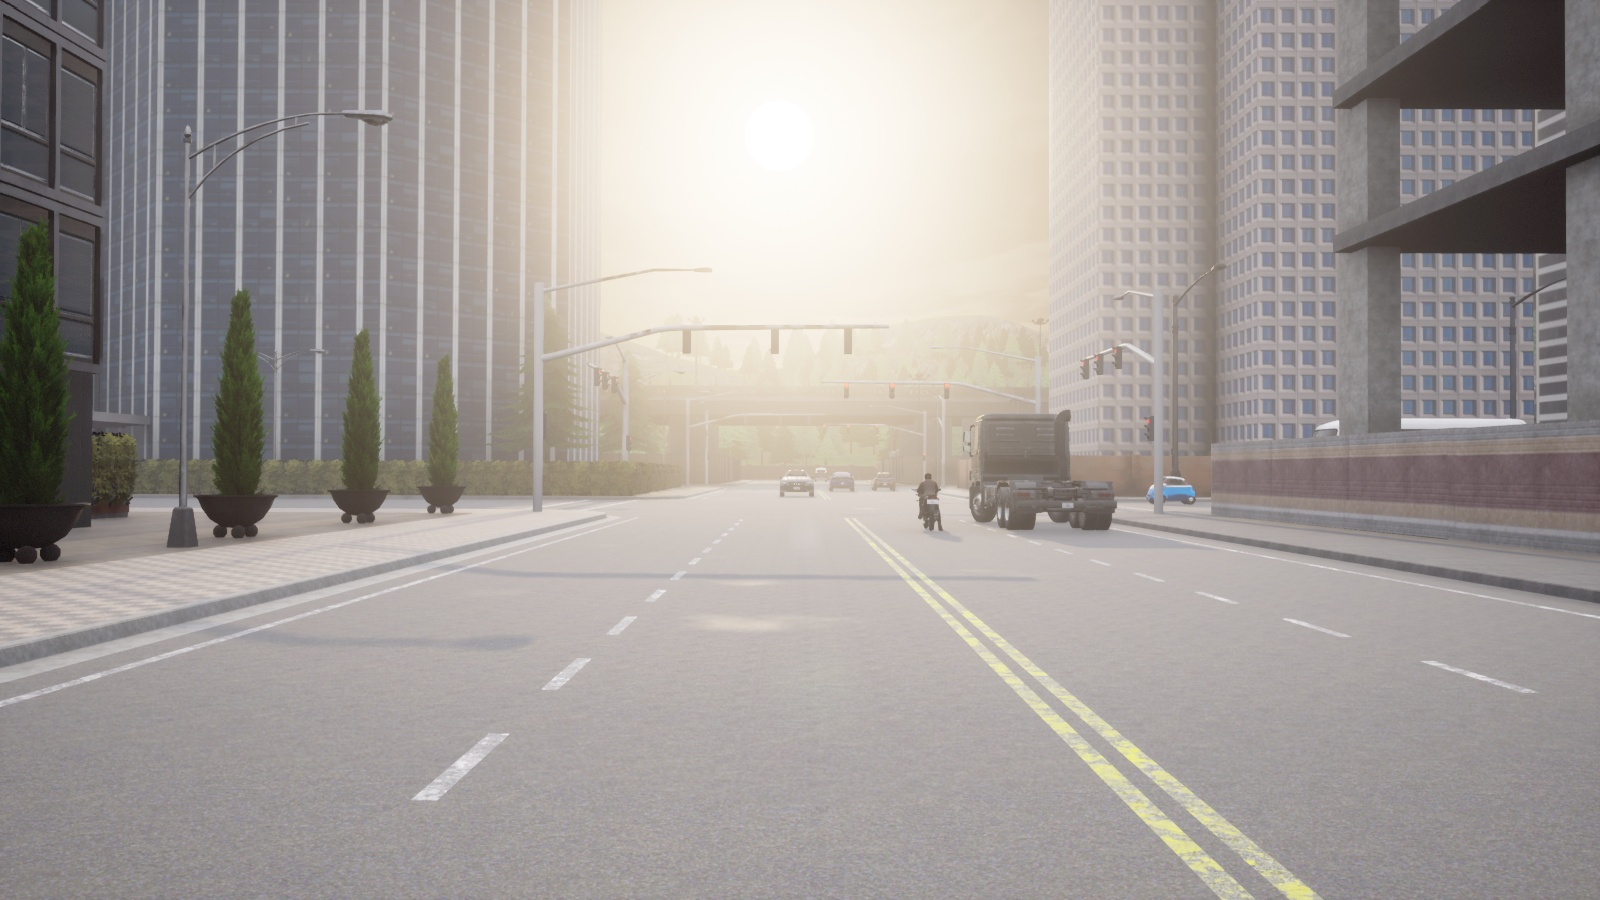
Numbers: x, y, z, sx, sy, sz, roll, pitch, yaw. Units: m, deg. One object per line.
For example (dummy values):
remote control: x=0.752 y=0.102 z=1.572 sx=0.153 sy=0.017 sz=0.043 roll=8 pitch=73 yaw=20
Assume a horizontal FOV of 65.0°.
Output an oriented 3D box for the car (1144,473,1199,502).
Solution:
car: x=18.165 y=1.826 z=61.453 sx=2.207 sy=1.376 sz=1.481 roll=0 pitch=-1 yaw=0

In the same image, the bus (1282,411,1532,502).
bus: x=29.482 y=0.349 z=61.421 sx=10.273 sy=4.253 sz=3.944 roll=0 pitch=-1 yaw=0

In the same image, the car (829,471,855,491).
car: x=3.270 y=2.425 z=98.267 sx=1.882 sy=1.535 sz=5.008 roll=0 pitch=-1 yaw=0

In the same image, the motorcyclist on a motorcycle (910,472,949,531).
motorcyclist on a motorcycle: x=3.422 y=1.341 z=33.314 sx=0.797 sy=1.523 sz=2.044 roll=0 pitch=-1 yaw=0

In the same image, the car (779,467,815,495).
car: x=-0.183 y=1.908 z=78.435 sx=2.152 sy=1.651 sz=5.027 roll=0 pitch=-1 yaw=0

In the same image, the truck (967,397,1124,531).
truck: x=6.892 y=0.416 z=36.473 sx=2.891 sy=3.462 sz=7.936 roll=0 pitch=-1 yaw=-1
